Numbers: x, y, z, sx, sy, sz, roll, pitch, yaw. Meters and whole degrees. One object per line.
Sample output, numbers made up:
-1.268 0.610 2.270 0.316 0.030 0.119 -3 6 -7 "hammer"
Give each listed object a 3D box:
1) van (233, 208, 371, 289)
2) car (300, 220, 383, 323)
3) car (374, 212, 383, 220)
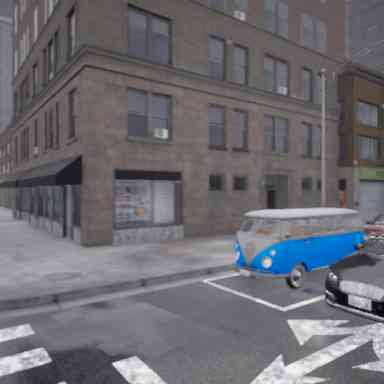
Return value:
2.934 1.336 8.865 3.998 1.788 1.690 0 0 -36 "van"
4.657 1.486 6.710 4.902 1.511 2.128 0 0 -35 "car"
7.546 1.431 12.159 4.097 1.590 1.967 0 0 -36 "car"
